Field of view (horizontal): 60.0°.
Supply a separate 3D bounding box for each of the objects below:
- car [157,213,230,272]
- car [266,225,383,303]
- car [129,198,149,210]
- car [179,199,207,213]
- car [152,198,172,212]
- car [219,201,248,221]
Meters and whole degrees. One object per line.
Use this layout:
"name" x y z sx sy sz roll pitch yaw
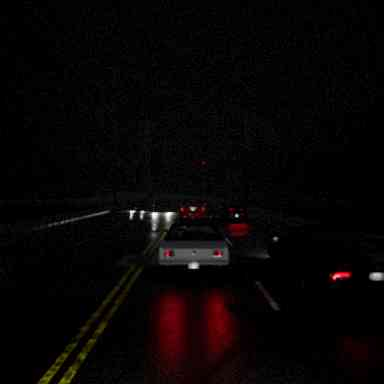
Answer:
"car" 0.063 1.587 10.669 1.895 1.301 4.718 0 0 0
"car" 3.294 1.536 8.395 2.033 1.411 5.357 0 0 1
"car" -6.532 1.493 41.454 2.033 1.411 5.357 0 0 0
"car" 0.073 1.317 26.694 2.097 1.767 4.553 0 0 0
"car" -3.311 1.457 37.656 1.837 1.490 4.892 0 0 0
"car" 3.327 1.470 26.959 1.837 1.490 4.892 0 0 0
